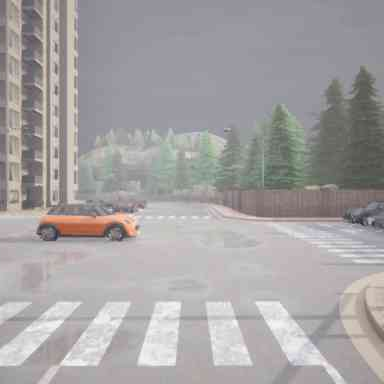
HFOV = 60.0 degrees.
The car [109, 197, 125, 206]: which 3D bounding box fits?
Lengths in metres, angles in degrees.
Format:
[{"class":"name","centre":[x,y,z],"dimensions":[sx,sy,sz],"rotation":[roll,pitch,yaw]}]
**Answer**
[{"class":"car","centre":[-12.663,1.532,55.955],"dimensions":[2.033,1.411,5.357],"rotation":[0,0,-21]}]

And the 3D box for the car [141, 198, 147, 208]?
[{"class":"car","centre":[-7.221,1.535,45.086],"dimensions":[2.033,1.411,5.357],"rotation":[0,0,-2]}]

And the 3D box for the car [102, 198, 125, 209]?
[{"class":"car","centre":[-10.709,1.535,45.730],"dimensions":[2.033,1.411,5.357],"rotation":[0,0,-3]}]

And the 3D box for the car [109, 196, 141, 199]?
[{"class":"car","centre":[-7.080,1.342,35.612],"dimensions":[2.097,1.767,4.553],"rotation":[0,0,0]}]

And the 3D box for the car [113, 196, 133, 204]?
[{"class":"car","centre":[-13.288,1.487,64.200],"dimensions":[1.837,1.490,4.892],"rotation":[0,0,-37]}]

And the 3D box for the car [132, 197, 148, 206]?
[{"class":"car","centre":[-8.672,1.585,54.929],"dimensions":[1.895,1.301,4.718],"rotation":[0,0,-17]}]

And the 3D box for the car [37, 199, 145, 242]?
[{"class":"car","centre":[-4.819,1.357,15.907],"dimensions":[4.553,1.767,2.097],"rotation":[0,0,0]}]

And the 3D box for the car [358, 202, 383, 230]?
[{"class":"car","centre":[12.924,1.541,19.573],"dimensions":[4.902,1.511,2.128],"rotation":[0,0,0]}]

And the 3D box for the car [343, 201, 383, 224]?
[{"class":"car","centre":[12.967,1.401,23.071],"dimensions":[4.553,1.767,2.097],"rotation":[0,0,0]}]

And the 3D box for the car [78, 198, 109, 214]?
[{"class":"car","centre":[-10.576,1.495,35.991],"dimensions":[1.837,1.490,4.892],"rotation":[0,0,0]}]
